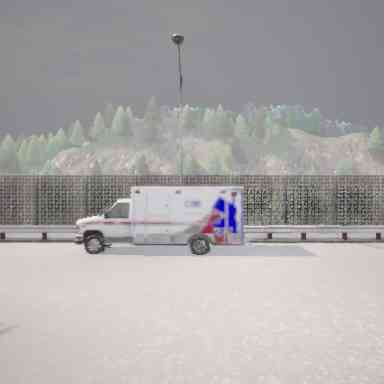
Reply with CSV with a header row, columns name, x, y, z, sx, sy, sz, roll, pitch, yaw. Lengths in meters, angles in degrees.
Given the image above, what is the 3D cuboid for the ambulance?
name,x,y,z,sx,sy,sz,roll,pitch,yaw
ambulance,-1.087,1.031,12.720,6.366,2.431,2.351,0,0,0
